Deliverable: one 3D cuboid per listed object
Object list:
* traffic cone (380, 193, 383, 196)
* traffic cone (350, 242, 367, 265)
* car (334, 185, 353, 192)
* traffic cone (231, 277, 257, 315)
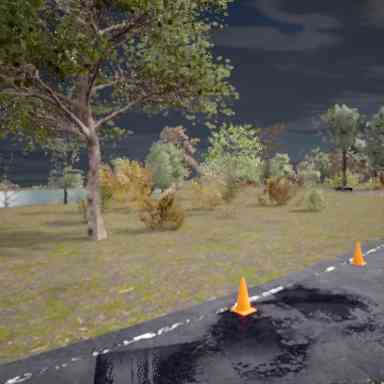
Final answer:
[{"bbox_3d":[26.364,0.207,46.153,0.340,0.580,0.340,-1,2,14],"label":"traffic cone"},{"bbox_3d":[4.562,1.667,9.135,0.340,0.580,0.340,-3,2,-43],"label":"traffic cone"},{"bbox_3d":[29.704,-0.711,65.309,1.895,1.301,4.718,-1,2,-1],"label":"car"},{"bbox_3d":[0.920,1.825,5.949,0.340,0.580,0.340,-2,1,-39],"label":"traffic cone"}]
